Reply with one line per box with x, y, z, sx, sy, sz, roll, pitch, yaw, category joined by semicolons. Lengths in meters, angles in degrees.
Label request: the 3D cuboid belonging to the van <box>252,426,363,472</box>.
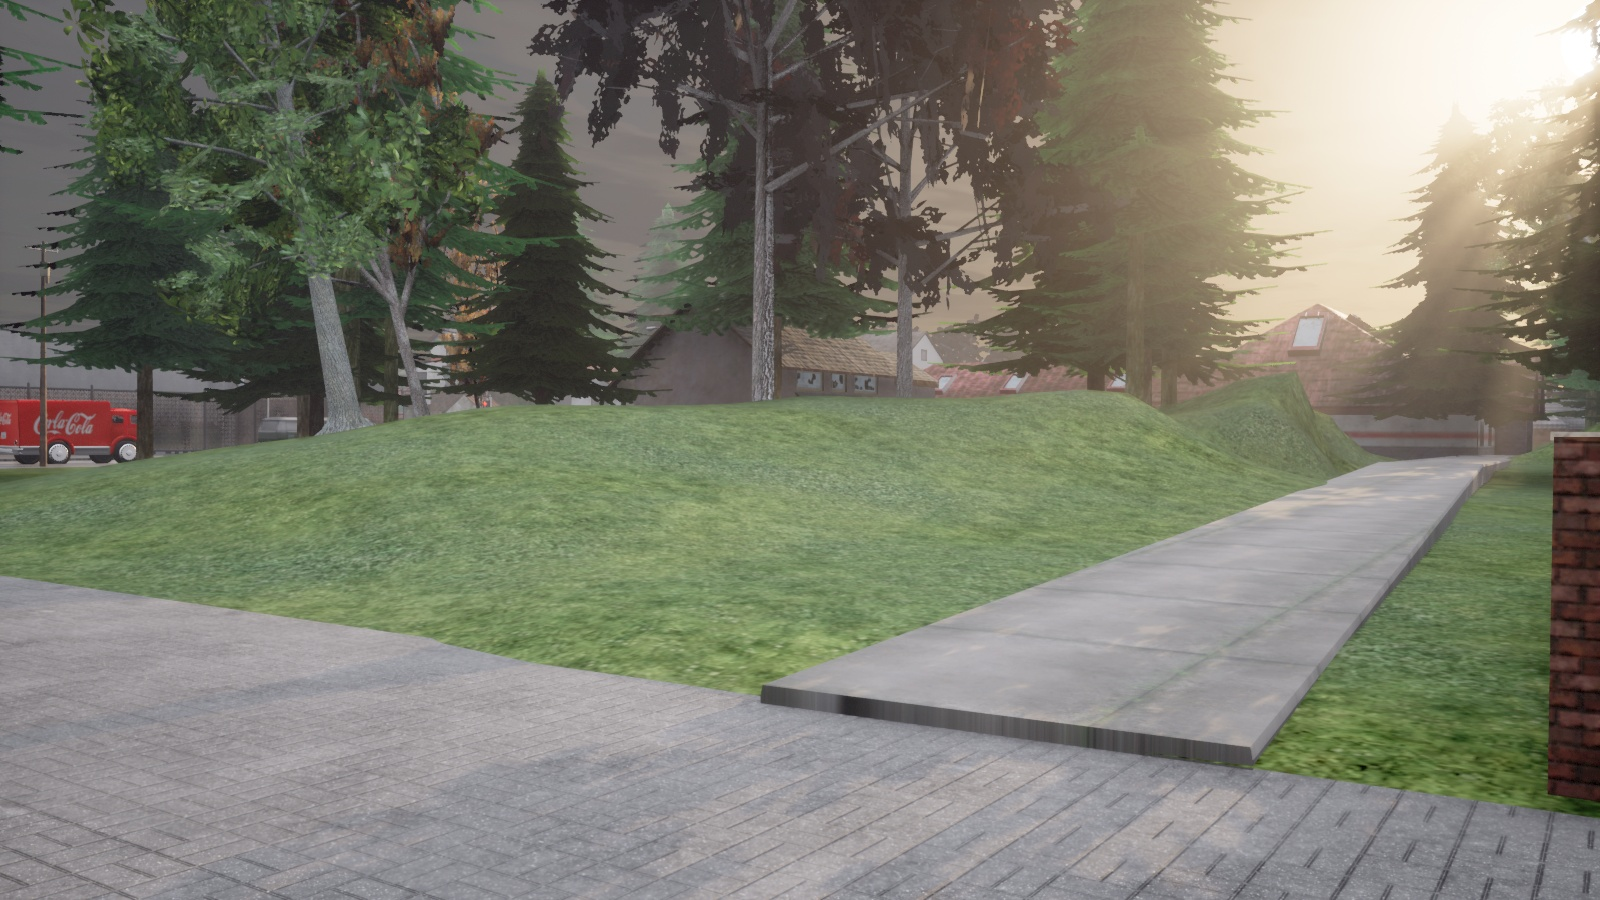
-22.077;-0.087;56.452;1.775;1.987;4.442;0;1;33;van

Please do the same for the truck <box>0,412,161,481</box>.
-27.698;-0.160;47.996;2.627;2.467;5.204;0;1;34;truck
